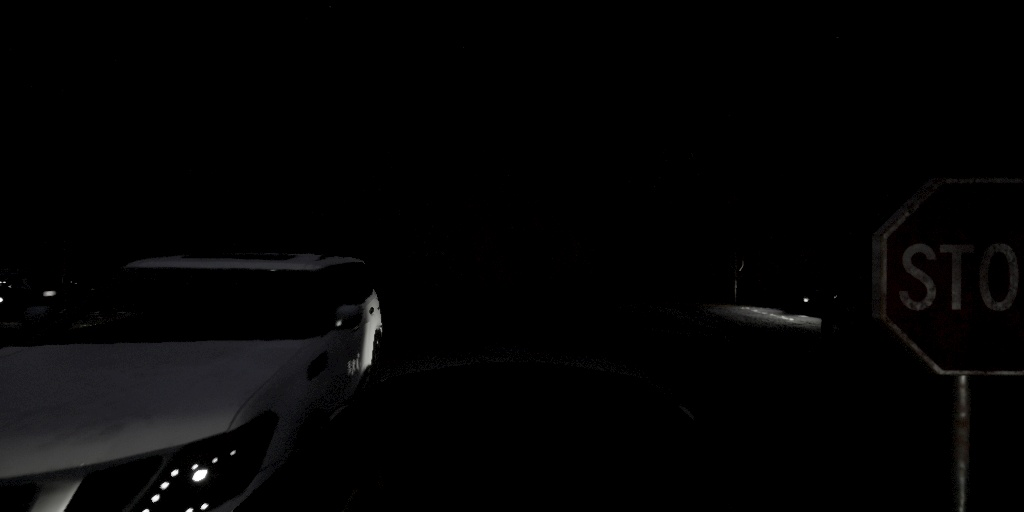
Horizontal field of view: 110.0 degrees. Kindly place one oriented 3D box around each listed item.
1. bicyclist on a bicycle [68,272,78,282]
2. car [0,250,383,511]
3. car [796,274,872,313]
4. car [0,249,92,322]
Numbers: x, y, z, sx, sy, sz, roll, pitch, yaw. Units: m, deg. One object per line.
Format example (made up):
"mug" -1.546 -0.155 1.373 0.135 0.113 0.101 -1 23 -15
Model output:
"bicyclist on a bicycle" -22.042 0.930 17.388 0.582 1.620 1.656 1 0 2
"car" -2.749 0.973 3.791 2.150 2.045 5.566 1 0 -13
"car" 13.261 1.416 13.126 4.892 1.490 1.837 1 0 2
"car" -17.128 0.781 11.240 5.566 2.045 2.150 1 0 2
